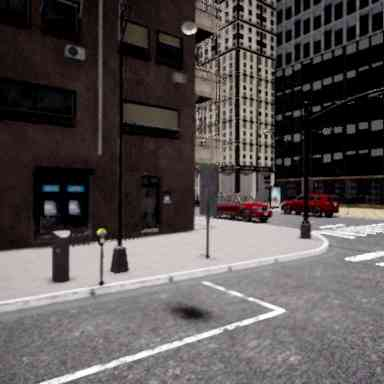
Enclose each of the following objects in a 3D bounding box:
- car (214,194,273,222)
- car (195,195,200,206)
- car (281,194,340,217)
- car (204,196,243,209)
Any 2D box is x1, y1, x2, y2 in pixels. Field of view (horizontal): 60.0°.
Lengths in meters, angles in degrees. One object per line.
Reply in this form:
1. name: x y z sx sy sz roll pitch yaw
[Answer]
1. car: 3.316 1.056 23.516 2.192 1.841 5.009 2 0 -36
2. car: 0.257 1.037 41.952 1.947 1.339 4.313 2 0 -36
3. car: 10.055 1.100 28.495 2.192 1.841 5.009 2 0 -36
4. car: 3.521 1.142 37.467 1.947 1.339 4.313 2 0 -36
